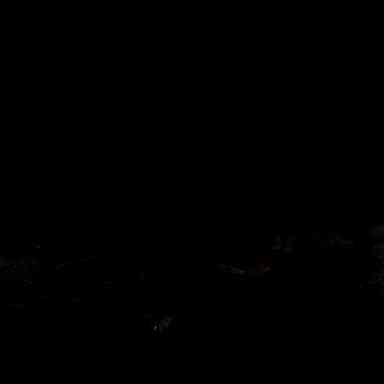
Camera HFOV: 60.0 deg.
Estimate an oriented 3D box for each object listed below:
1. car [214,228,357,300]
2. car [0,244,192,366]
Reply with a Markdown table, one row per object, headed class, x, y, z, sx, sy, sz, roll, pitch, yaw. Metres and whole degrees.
| class | x | y | z | sx | sy | sz | roll | pitch | yaw |
| --- | --- | --- | --- | --- | --- | --- | --- | --- | --- |
| car | 2.483 | 1.582 | 8.302 | 4.206 | 1.307 | 1.802 | 0 | 0 | -35 |
| car | -1.998 | 1.566 | 5.111 | 4.313 | 1.339 | 1.947 | 0 | 0 | -35 |
